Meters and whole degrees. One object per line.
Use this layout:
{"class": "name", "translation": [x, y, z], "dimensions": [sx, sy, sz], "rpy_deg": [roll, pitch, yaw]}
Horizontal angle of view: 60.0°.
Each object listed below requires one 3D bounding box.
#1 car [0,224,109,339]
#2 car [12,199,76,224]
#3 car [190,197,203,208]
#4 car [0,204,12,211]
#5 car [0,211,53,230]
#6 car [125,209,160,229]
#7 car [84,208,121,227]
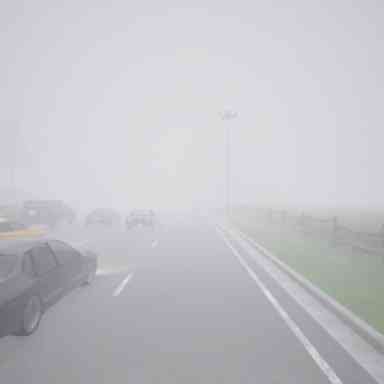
{"class": "car", "translation": [-3.457, 1.637, 6.734], "dimensions": [2.033, 1.411, 5.357], "rpy_deg": [0, -1, 0]}
{"class": "car", "translation": [-10.438, 1.544, 24.431], "dimensions": [2.150, 2.045, 5.566], "rpy_deg": [0, 0, 0]}
{"class": "car", "translation": [1.110, 2.212, 65.998], "dimensions": [2.097, 1.767, 4.553], "rpy_deg": [0, -1, 0]}
{"class": "car", "translation": [-13.933, 1.680, 25.147], "dimensions": [2.097, 1.767, 4.553], "rpy_deg": [0, -1, 0]}
{"class": "car", "translation": [-6.925, 1.630, 11.563], "dimensions": [1.882, 1.535, 5.008], "rpy_deg": [0, -1, 0]}
{"class": "car", "translation": [-3.440, 1.915, 24.013], "dimensions": [1.895, 1.301, 4.718], "rpy_deg": [0, -1, 0]}
{"class": "car", "translation": [-6.928, 1.907, 26.165], "dimensions": [1.994, 1.385, 4.181], "rpy_deg": [0, -1, 0]}
